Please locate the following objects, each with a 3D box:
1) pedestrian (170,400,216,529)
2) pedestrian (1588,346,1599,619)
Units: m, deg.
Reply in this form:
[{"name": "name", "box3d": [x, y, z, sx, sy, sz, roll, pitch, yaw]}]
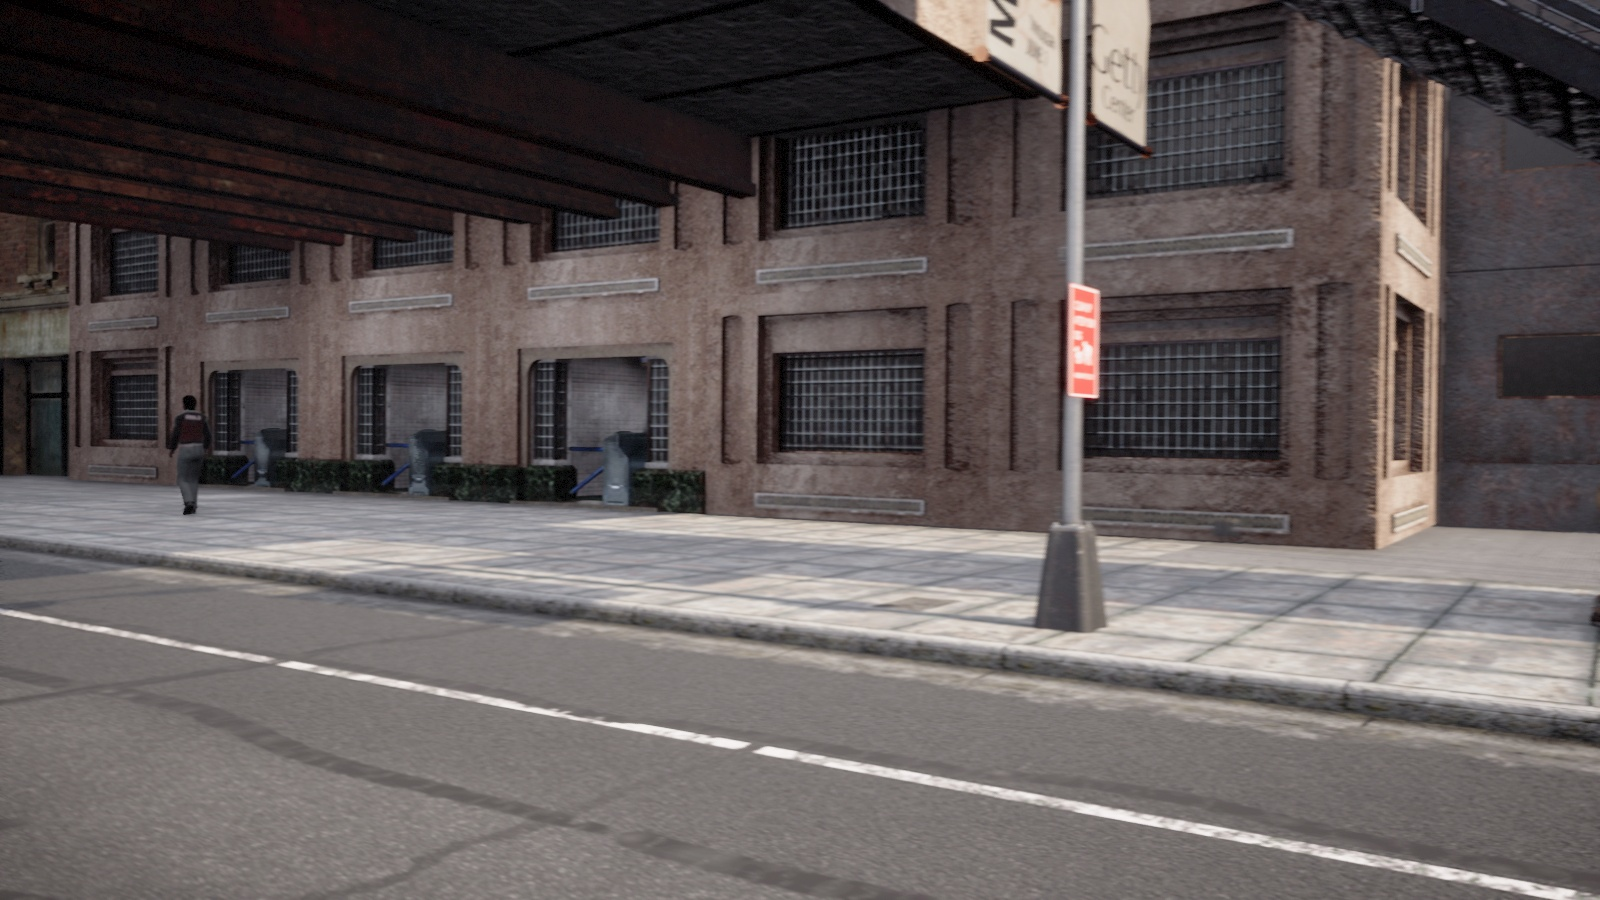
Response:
[{"name": "pedestrian", "box3d": [-9.242, 0.211, 19.111, 0.402, 1.930, 0.666, -1, 1, -45]}, {"name": "pedestrian", "box3d": [5.808, 0.219, 8.510, 0.694, 1.848, 0.540, 0, 1, 45]}]
